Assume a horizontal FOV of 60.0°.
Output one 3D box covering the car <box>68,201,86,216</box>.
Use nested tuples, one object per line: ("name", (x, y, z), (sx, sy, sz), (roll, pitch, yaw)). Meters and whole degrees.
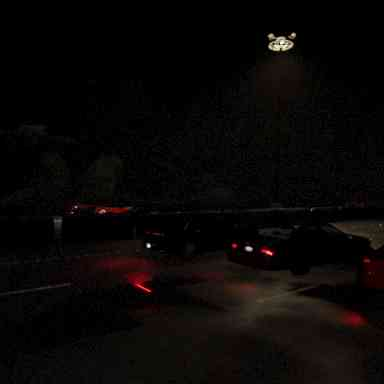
("car", (-7.488, 1.647, 28.746), (5.357, 1.411, 2.033), (1, 0, -36))

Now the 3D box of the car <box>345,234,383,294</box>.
("car", (5.766, 1.652, 7.860), (4.181, 1.385, 1.994), (1, 0, -35))

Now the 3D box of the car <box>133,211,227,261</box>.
("car", (0.493, 1.583, 12.697), (4.892, 1.490, 1.837), (0, 0, -35))

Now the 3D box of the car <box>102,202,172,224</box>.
("car", (-3.438, 1.625, 23.020), (4.674, 1.442, 1.812), (1, 0, -36))

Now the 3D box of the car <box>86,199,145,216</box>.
("car", (-5.431, 1.452, 25.914), (4.553, 1.767, 2.097), (1, 0, -36))

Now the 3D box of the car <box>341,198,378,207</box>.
("car", (20.491, 1.518, 40.107), (4.553, 1.767, 2.097), (0, 0, -35))

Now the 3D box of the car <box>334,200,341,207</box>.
("car", (22.079, 1.626, 45.523), (5.008, 1.535, 1.882), (0, 0, -35))

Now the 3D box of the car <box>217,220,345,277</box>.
("car", (3.603, 1.635, 10.617), (5.357, 1.411, 2.033), (1, 0, -36))

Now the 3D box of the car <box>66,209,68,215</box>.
("car", (-9.481, 1.453, 31.623), (4.553, 1.767, 2.097), (1, 0, -35))

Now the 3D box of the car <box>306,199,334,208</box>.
("car", (19.287, 1.700, 47.827), (5.357, 1.411, 2.033), (0, 0, -35))

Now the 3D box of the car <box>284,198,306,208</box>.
("car", (15.899, 1.661, 49.735), (4.892, 1.490, 1.837), (-1, 1, -36))

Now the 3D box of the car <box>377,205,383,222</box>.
("car", (15.526, 1.720, 23.423), (5.357, 1.411, 2.033), (0, 0, -36))
